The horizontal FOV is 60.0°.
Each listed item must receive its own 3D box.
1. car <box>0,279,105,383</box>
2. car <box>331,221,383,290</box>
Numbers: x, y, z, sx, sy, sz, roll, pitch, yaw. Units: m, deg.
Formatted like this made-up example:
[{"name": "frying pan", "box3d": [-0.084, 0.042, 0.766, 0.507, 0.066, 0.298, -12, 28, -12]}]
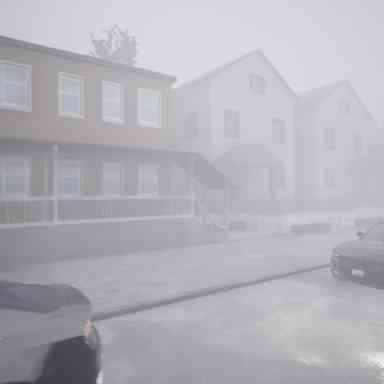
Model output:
[{"name": "car", "box3d": [-3.136, 1.495, 2.374, 4.902, 1.511, 2.128, 0, 0, -35]}, {"name": "car", "box3d": [5.587, 1.449, 8.555, 5.008, 1.535, 1.882, 0, 0, -35]}]
